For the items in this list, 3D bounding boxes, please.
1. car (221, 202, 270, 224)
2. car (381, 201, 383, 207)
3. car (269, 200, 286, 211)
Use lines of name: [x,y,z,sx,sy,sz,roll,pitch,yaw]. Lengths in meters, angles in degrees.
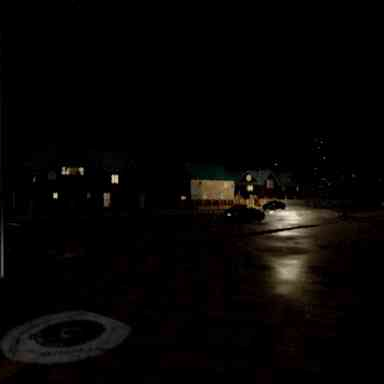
car: [4.248,1.777,27.363,1.994,1.385,4.181,0,-1,43]
car: [43.570,2.625,73.940,1.882,1.535,5.008,0,-1,43]
car: [12.407,2.060,50.279,1.837,1.490,4.892,0,-1,43]
